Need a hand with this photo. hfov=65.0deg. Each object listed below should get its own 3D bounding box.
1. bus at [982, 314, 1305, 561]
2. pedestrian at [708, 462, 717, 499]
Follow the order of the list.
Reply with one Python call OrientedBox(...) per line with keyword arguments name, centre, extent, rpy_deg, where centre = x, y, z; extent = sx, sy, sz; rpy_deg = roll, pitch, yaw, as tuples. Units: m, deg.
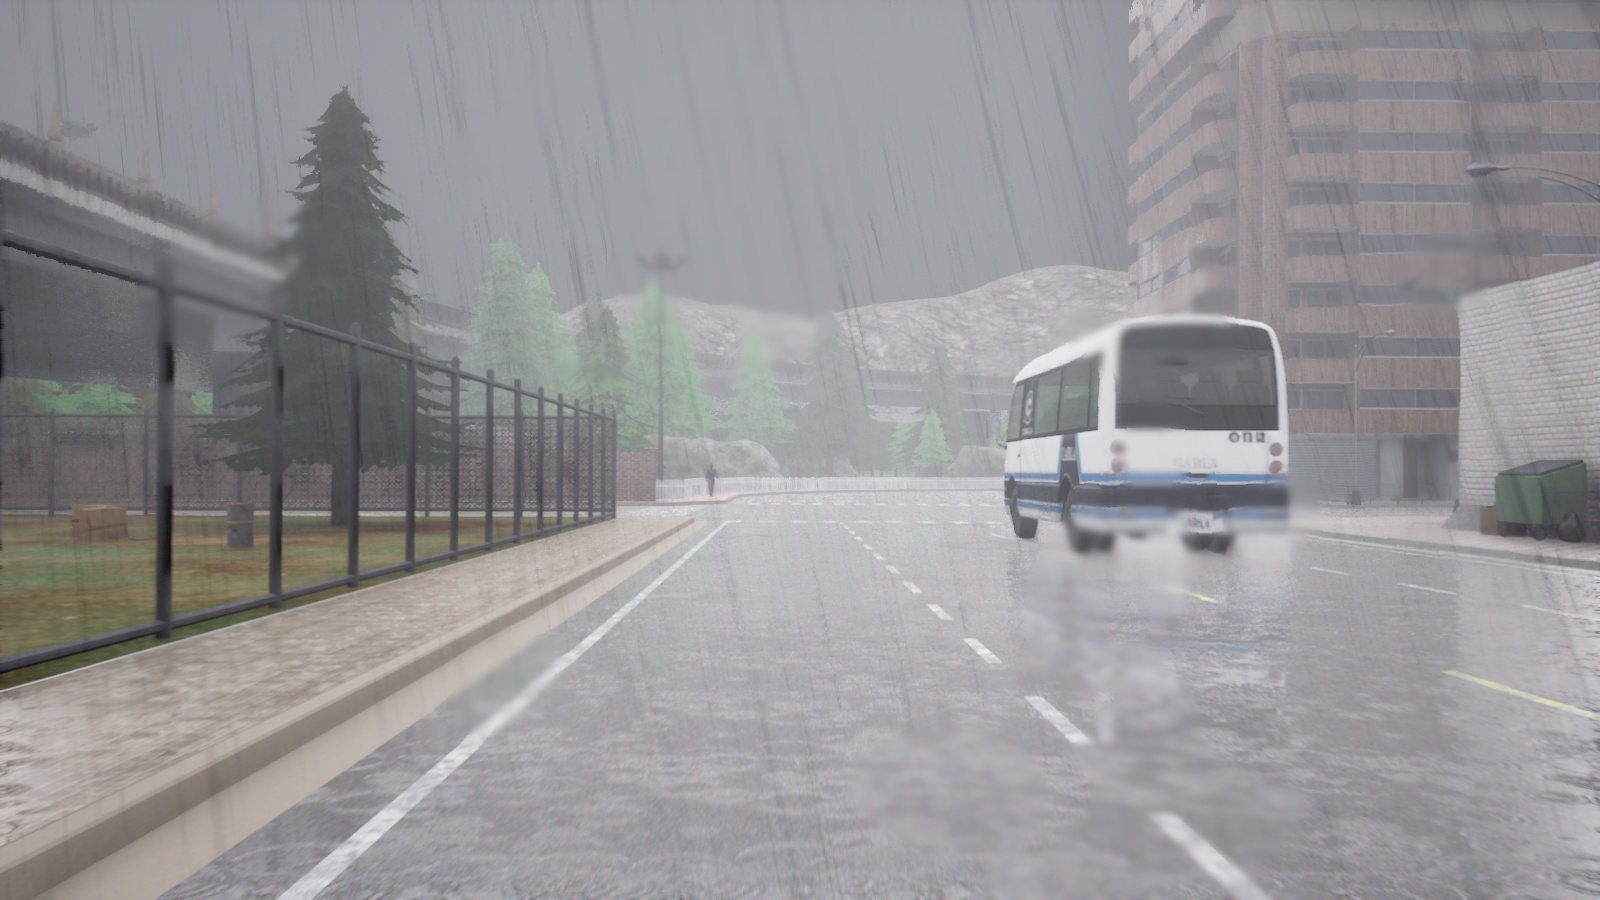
OrientedBox(name="bus", centre=(6.663, -0.140, 26.786), extent=(3.944, 4.253, 10.273), rpy_deg=(0, -1, -1))
OrientedBox(name="pedestrian", centre=(-4.690, 1.609, 66.989), extent=(0.423, 1.949, 0.788), rpy_deg=(0, -1, 0))
